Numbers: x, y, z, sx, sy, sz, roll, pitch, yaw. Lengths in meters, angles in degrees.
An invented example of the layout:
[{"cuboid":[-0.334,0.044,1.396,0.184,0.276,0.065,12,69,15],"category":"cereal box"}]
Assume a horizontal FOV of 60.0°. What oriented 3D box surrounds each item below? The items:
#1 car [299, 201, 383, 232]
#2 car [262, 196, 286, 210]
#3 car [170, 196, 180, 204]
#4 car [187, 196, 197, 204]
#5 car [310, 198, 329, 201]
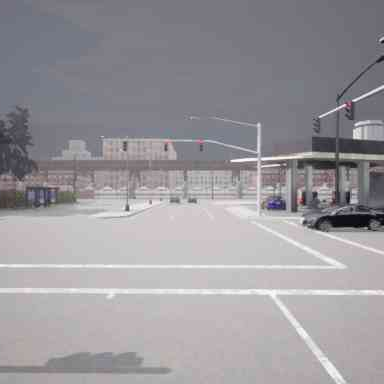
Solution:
[{"cuboid":[8.804,1.491,19.422,4.902,1.511,2.128,0,0,-2],"category":"car"},{"cuboid":[9.735,1.295,39.683,2.242,1.667,4.611,0,0,0],"category":"car"},{"cuboid":[-3.358,1.491,66.287,2.128,1.511,4.902,0,0,0],"category":"car"},{"cuboid":[0.040,1.547,64.364,2.033,1.411,5.357,0,0,0],"category":"car"},{"cuboid":[15.480,1.456,40.442,1.970,1.475,3.806,0,0,0],"category":"car"}]
